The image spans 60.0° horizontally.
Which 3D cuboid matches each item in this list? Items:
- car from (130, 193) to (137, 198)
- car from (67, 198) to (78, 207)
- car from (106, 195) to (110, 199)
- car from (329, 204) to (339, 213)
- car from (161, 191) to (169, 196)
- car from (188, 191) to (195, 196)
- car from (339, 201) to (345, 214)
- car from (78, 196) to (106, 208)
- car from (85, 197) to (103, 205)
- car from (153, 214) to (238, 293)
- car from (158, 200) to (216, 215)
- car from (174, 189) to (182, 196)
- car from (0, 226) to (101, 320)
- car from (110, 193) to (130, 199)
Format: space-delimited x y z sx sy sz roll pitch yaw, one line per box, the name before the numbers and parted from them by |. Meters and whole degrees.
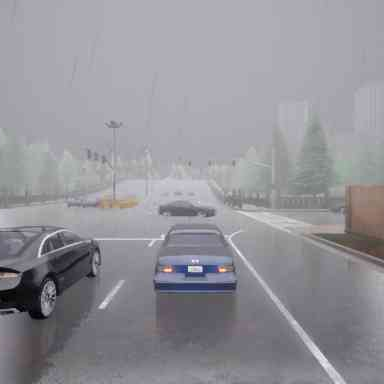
car | -14.157 0.998 77.093 2.097 1.767 4.553 0 2 0
car | -17.637 1.601 51.371 1.895 1.301 4.718 0 0 0
car | -17.615 1.424 70.511 2.128 1.511 4.902 0 1 0
car | 16.845 1.505 34.721 4.892 1.490 1.837 0 0 0
car | -7.235 0.297 89.546 1.895 1.301 4.718 0 7 0
car | -0.235 0.302 89.536 1.895 1.301 4.718 0 7 0
car | 16.551 1.564 31.220 4.181 1.385 1.994 0 0 0
car | -14.093 1.526 47.131 1.812 1.442 4.674 0 0 -1
car | -17.622 1.564 60.185 1.994 1.385 4.181 0 0 0
car | 0.071 1.547 8.982 2.033 1.411 5.357 0 0 0
car | -0.456 1.477 28.687 5.008 1.535 1.882 0 0 17
car | -3.735 0.063 89.512 2.097 1.767 4.553 0 7 0
car | -3.437 1.492 7.308 2.128 1.511 4.902 0 0 0
car | -14.109 1.467 65.434 1.882 1.535 5.008 0 0 0
